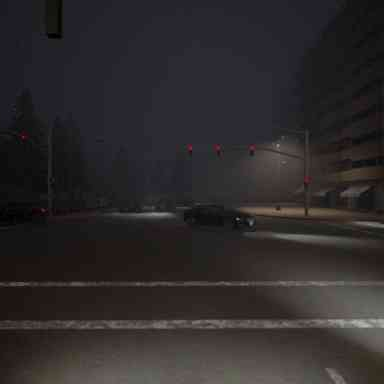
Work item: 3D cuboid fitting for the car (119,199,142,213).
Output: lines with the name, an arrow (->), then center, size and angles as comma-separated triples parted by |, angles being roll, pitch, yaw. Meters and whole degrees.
car -> -6.859, 1.561, 37.572 | 1.812, 1.442, 4.674 | 0, 0, 3

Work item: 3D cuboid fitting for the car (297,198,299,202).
car -> 21.936, 1.593, 73.591 | 4.902, 1.511, 2.128 | 0, 0, -22

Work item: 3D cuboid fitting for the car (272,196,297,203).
car -> 18.503, 1.540, 67.577 | 5.008, 1.535, 1.882 | 0, 0, -33

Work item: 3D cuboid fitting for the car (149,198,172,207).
car -> -4.863, 1.650, 52.676 | 1.895, 1.301, 4.718 | 0, 0, 18

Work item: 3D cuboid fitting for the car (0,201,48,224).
car -> -12.983, 1.431, 24.225 | 4.553, 1.767, 2.097 | 0, -1, -20

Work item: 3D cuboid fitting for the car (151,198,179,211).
car -> -3.218, 1.529, 40.658 | 2.128, 1.511, 4.902 | 0, 0, 4

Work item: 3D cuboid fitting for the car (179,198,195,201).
car -> -0.948, 1.597, 53.715 | 2.033, 1.411, 5.357 | 0, 0, 20

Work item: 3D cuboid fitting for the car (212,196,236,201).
car -> 6.780, 1.662, 66.642 | 1.895, 1.301, 4.718 | 0, 0, 42

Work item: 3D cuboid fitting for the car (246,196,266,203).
car -> 13.139, 1.541, 68.064 | 5.008, 1.535, 1.882 | 0, 0, -41

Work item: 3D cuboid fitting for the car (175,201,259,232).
car -> 1.565, 1.531, 20.625 | 4.902, 1.511, 2.128 | 0, 0, 42

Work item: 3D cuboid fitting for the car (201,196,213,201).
car -> 3.891, 1.580, 68.741 | 2.128, 1.511, 4.902 | 0, 0, 41
